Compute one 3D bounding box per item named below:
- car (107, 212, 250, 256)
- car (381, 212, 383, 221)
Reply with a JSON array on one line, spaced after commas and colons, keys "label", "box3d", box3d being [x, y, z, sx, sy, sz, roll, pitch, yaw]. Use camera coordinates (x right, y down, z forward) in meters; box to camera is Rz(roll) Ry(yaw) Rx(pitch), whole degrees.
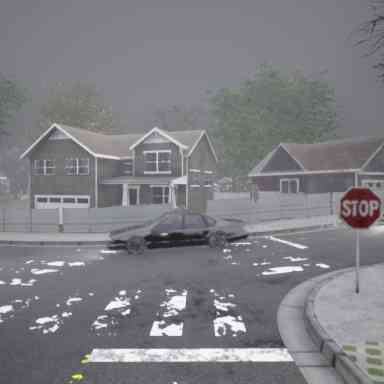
[{"label": "car", "box3d": [-0.515, 1.502, 12.979, 5.357, 1.411, 2.033, -3, 1, -7]}, {"label": "car", "box3d": [11.752, 0.946, 17.017, 4.181, 1.385, 1.994, -3, 2, -25]}]
